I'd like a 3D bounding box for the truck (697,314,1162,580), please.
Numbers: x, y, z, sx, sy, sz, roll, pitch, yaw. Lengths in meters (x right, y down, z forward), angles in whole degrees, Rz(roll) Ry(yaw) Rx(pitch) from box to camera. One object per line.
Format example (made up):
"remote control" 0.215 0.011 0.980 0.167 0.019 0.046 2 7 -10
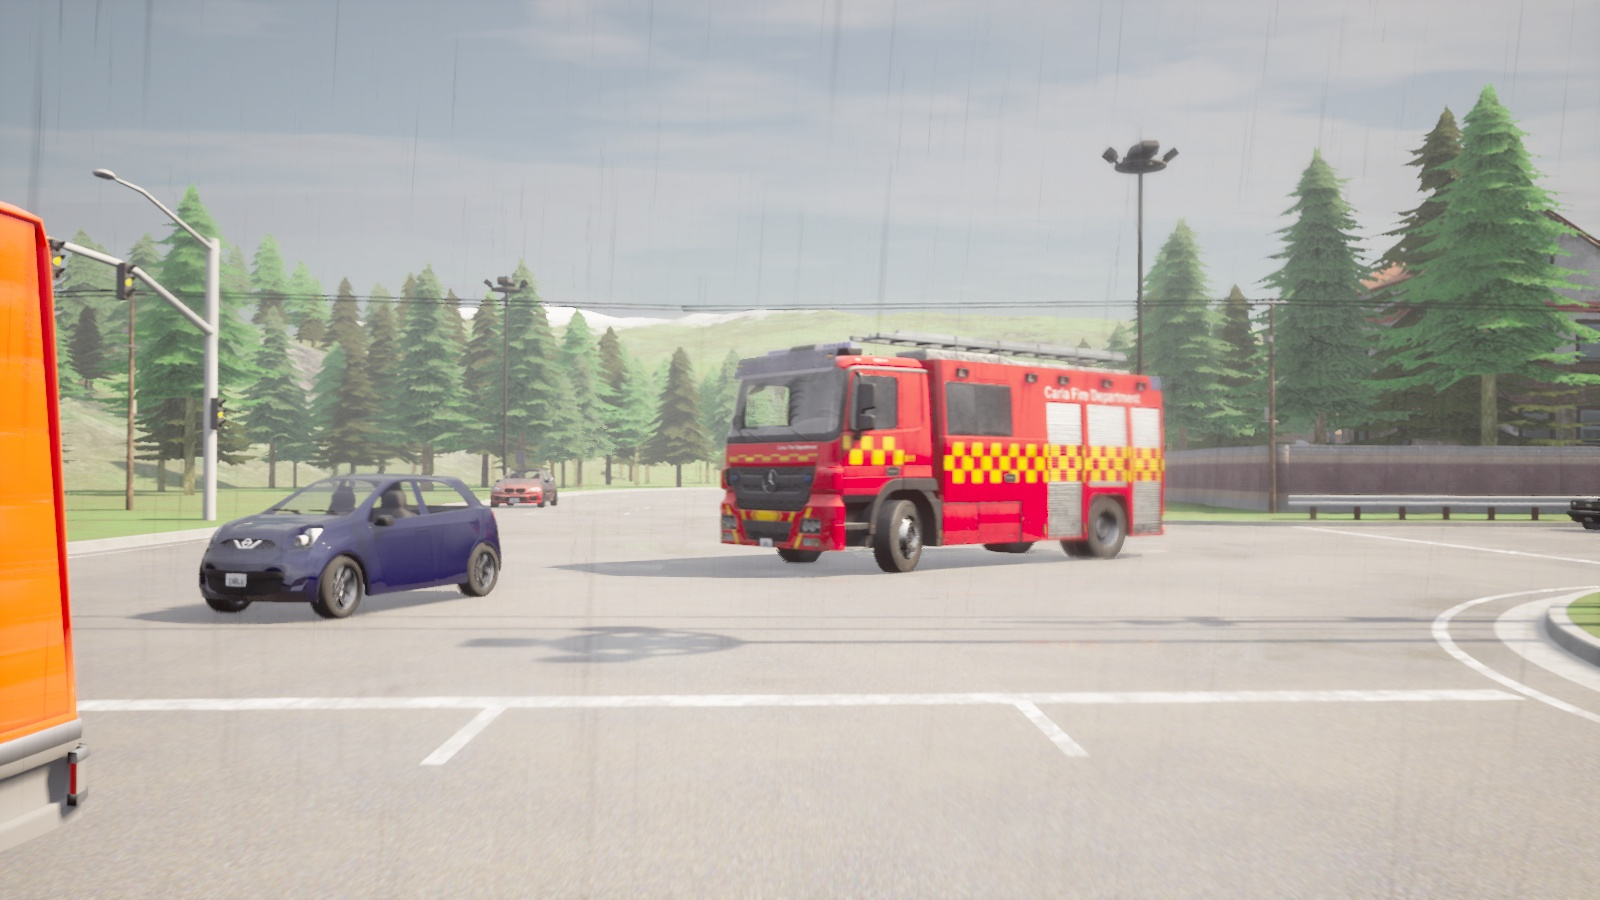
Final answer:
"truck" 2.543 0.015 21.852 8.468 3.827 2.891 1 -1 -39

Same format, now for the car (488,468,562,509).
"car" -11.661 1.621 53.559 2.242 1.667 4.611 0 -1 -1

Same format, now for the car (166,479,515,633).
"car" -5.080 1.095 14.418 1.845 1.501 3.633 -1 -1 20

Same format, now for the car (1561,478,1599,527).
"car" 23.873 1.417 34.545 4.718 1.301 1.895 0 -1 -2

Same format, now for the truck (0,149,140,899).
"truck" -3.536 0.370 1.595 2.627 2.467 5.204 0 -1 0
